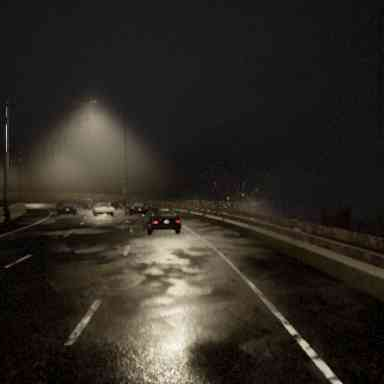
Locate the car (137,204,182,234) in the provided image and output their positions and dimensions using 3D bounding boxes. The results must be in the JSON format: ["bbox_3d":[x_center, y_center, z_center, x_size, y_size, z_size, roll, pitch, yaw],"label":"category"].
[{"bbox_3d":[-1.909,1.651,20.036,2.033,1.411,5.357,0,0,-13],"label":"car"}]

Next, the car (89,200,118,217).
[{"bbox_3d":[-9.224,1.824,34.451,1.895,1.301,4.718,0,0,-20],"label":"car"}]

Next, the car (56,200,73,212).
[{"bbox_3d":[-17.321,1.855,45.092,1.812,1.442,4.674,0,0,-25],"label":"car"}]

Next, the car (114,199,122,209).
[{"bbox_3d":[-10.279,1.793,46.587,1.837,1.490,4.892,0,0,-26],"label":"car"}]

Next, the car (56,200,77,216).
[{"bbox_3d":[-13.582,1.827,36.306,1.994,1.385,4.181,0,0,-21],"label":"car"}]

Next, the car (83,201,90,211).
[{"bbox_3d":[-13.733,1.908,45.706,1.895,1.301,4.718,0,0,-26],"label":"car"}]

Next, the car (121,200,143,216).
[{"bbox_3d":[-6.021,1.771,35.875,1.994,1.385,4.181,0,0,-20],"label":"car"}]
